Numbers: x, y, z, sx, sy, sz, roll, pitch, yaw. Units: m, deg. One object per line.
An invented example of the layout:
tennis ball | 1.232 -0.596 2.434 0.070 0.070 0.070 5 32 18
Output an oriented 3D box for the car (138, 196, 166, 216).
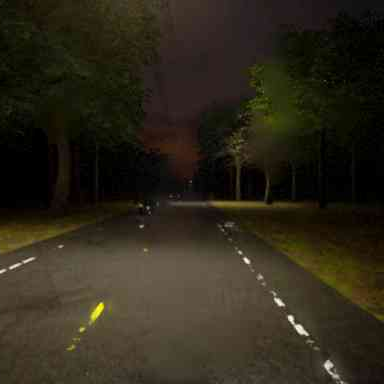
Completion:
car | -3.600 1.191 30.580 2.097 1.767 4.553 0 0 0

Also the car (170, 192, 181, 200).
car | -3.509 0.874 70.961 2.097 1.767 4.553 0 0 0
